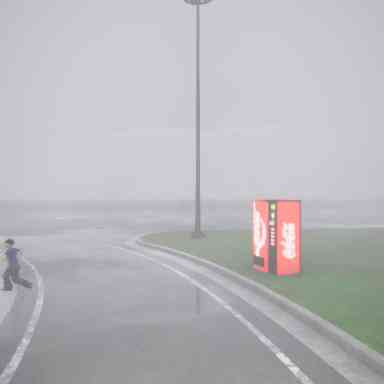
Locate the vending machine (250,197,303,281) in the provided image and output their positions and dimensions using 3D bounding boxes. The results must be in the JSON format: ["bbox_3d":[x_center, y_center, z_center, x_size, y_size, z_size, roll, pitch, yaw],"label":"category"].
[{"bbox_3d":[2.272,1.195,8.999,1.100,2.100,0.880,0,0,-21],"label":"vending machine"}]

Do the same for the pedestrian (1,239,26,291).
[{"bbox_3d":[-3.986,1.574,7.438,0.375,1.300,0.375,0,0,-25],"label":"pedestrian"}]
